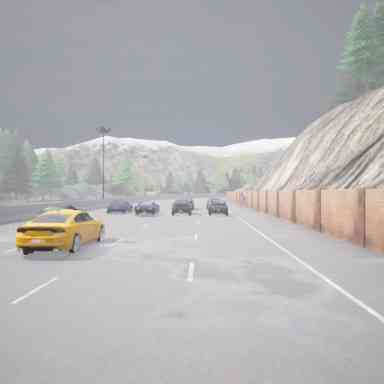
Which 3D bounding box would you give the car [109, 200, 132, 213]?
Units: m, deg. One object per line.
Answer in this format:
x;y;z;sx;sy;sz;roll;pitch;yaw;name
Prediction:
-7.869;1.563;36.483;1.994;1.385;4.181;0;0;2;car

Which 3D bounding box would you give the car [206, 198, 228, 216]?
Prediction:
2.524;1.491;32.784;2.128;1.511;4.902;0;0;2;car

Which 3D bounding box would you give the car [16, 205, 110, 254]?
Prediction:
-5.056;1.477;13.482;1.882;1.535;5.008;0;0;2;car

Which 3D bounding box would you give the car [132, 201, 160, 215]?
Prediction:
-4.448;1.600;33.782;1.895;1.301;4.718;0;0;2;car

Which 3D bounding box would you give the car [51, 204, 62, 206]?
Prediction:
-8.322;1.526;21.360;1.812;1.442;4.674;0;0;2;car

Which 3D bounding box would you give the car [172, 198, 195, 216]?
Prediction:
-0.970;1.505;33.034;1.837;1.490;4.892;0;0;1;car

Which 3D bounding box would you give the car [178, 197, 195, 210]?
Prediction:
-0.659;1.477;43.474;1.882;1.535;5.008;0;0;2;car

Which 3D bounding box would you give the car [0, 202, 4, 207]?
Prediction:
-18.751;1.351;29.419;2.097;1.767;4.553;0;0;2;car

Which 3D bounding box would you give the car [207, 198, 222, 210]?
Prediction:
2.834;1.525;43.227;1.812;1.442;4.674;0;0;2;car
